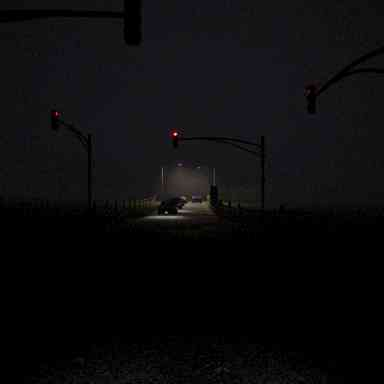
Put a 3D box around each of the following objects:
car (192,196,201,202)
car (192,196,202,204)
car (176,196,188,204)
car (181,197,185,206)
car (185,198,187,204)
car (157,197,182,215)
[{"bbox_3d":[1.090,1.617,75.940,1.895,1.301,4.718,0,0,1],"label":"car"},{"bbox_3d":[1.029,1.495,65.906,1.882,1.535,5.008,0,0,1],"label":"car"},{"bbox_3d":[-1.903,1.581,63.799,1.994,1.385,4.181,0,0,2],"label":"car"},{"bbox_3d":[-2.251,1.514,43.946,1.837,1.490,4.892,0,0,1],"label":"car"},{"bbox_3d":[-2.104,1.560,53.794,2.033,1.411,5.357,0,0,1],"label":"car"},{"bbox_3d":[-2.402,1.553,34.169,2.033,1.411,5.357,0,0,0],"label":"car"}]
